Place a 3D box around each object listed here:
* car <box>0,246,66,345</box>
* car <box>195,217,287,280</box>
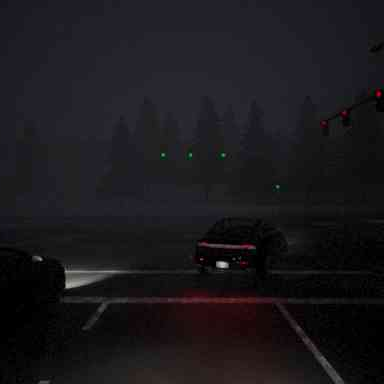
[{"bbox_3d":[-3.619,1.580,5.527,1.994,1.385,4.181,0,0,-4],"label":"car"},{"bbox_3d":[1.671,1.517,10.166,2.128,1.511,4.902,0,0,23],"label":"car"}]
